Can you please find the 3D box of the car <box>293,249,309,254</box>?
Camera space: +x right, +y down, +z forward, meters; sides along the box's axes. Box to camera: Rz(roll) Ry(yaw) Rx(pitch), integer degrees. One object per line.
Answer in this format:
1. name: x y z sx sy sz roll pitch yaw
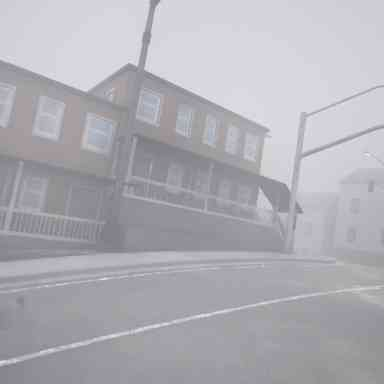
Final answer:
1. car: 8.809 5.843 30.357 2.128 1.511 4.902 13 -16 -34
